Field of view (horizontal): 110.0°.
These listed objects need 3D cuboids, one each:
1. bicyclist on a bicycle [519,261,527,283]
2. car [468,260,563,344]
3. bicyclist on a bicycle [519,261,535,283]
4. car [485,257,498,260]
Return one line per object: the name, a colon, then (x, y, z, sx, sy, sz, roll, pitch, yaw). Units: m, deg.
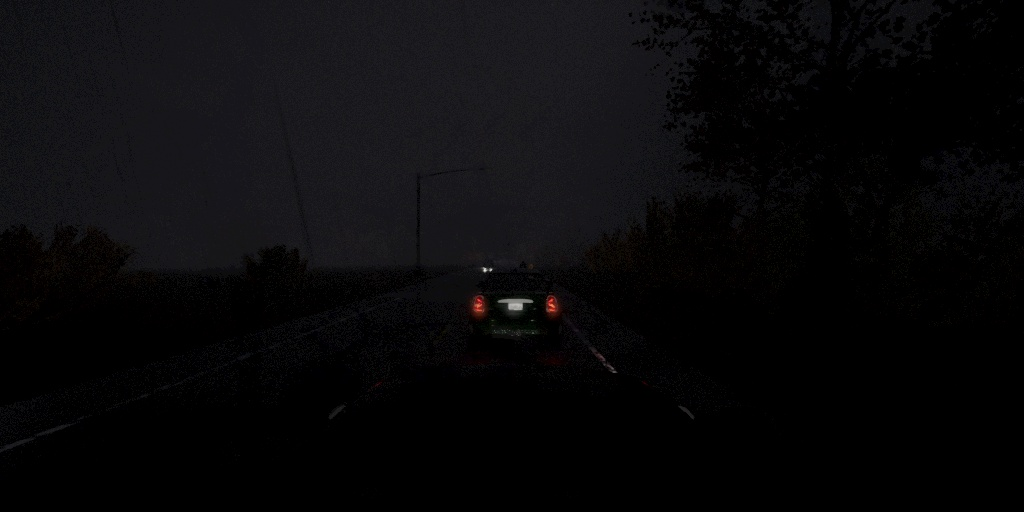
bicyclist on a bicycle: (0.843, 1.193, 27.235, 0.582, 1.620, 1.656, 0, 0, 0)
car: (0.073, 1.099, 9.775, 2.097, 1.767, 4.553, 0, 0, 0)
bicyclist on a bicycle: (0.905, 1.181, 17.119, 0.866, 1.612, 1.509, 0, 0, 0)
car: (-4.073, 1.225, 62.319, 2.128, 1.511, 4.902, 0, 0, -1)
